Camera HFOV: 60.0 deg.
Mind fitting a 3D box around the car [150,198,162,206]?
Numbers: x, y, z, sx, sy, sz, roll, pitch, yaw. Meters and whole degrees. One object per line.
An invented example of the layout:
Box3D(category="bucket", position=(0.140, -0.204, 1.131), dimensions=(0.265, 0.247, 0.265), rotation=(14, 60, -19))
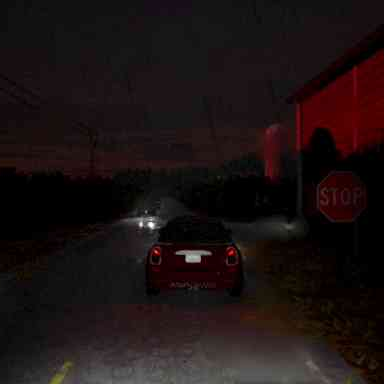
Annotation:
Box3D(category="car", position=(-6.776, 1.847, 62.860), dimensions=(2.128, 1.511, 4.902), rotation=(0, 0, -4))

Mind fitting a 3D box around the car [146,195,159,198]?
Box3D(category="car", position=(-5.626, 1.492, 47.635), dimensions=(2.150, 2.045, 5.566), rotation=(0, -1, -5))

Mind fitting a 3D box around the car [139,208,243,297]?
Box3D(category="car", position=(0.121, 1.402, 8.939), dimensions=(2.097, 1.767, 4.553), rotation=(0, 0, 2))

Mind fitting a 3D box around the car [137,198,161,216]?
Box3D(category="car", position=(-4.645, 1.688, 34.773), dimensions=(2.128, 1.511, 4.902), rotation=(0, 0, -4))
